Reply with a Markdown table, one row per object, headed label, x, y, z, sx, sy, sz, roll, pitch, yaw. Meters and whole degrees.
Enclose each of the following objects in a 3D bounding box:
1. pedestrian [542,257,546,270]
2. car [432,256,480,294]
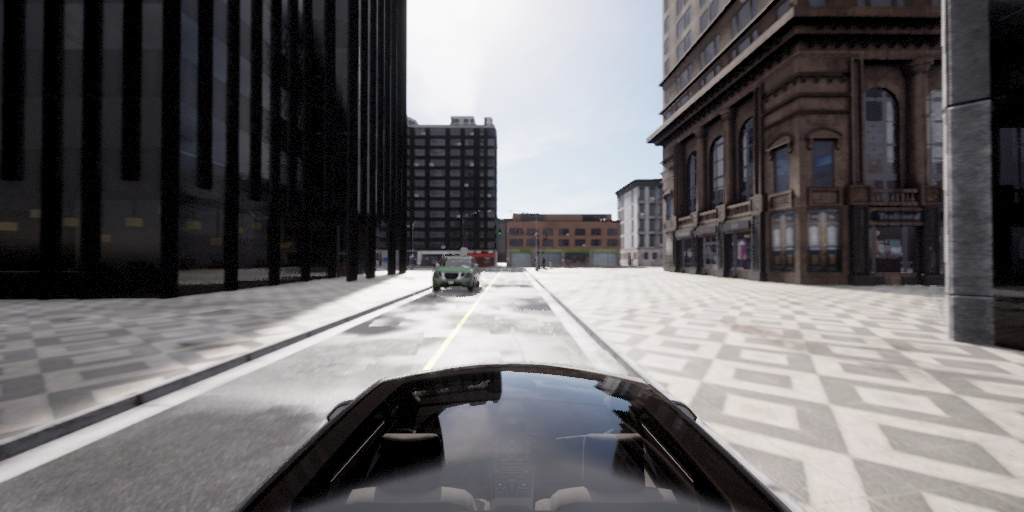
| label | x | y | z | sx | sy | sz | roll | pitch | yaw |
| --- | --- | --- | --- | --- | --- | --- | --- | --- | --- |
| pedestrian | 4.612 | 1.005 | 51.577 | 0.375 | 1.860 | 0.375 | 0 | -1 | 0 |
| car | -3.109 | 0.990 | 21.011 | 2.150 | 2.045 | 5.566 | 0 | 0 | 0 |
